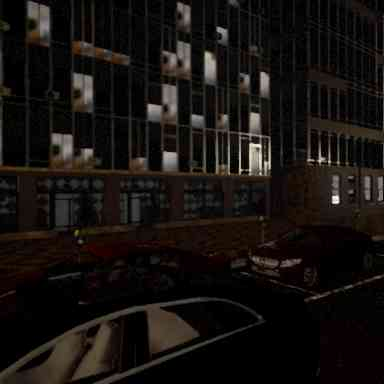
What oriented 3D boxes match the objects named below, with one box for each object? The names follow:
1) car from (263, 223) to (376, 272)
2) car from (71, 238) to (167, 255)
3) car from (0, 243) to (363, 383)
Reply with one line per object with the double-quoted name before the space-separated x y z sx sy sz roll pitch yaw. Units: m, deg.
"car" 3.321 1.521 8.930 4.206 1.307 1.802 -1 0 -36
"car" -1.314 1.529 5.622 4.507 1.381 1.887 -1 0 -36
"car" -0.977 1.487 2.682 4.902 1.511 2.128 -1 0 -36
